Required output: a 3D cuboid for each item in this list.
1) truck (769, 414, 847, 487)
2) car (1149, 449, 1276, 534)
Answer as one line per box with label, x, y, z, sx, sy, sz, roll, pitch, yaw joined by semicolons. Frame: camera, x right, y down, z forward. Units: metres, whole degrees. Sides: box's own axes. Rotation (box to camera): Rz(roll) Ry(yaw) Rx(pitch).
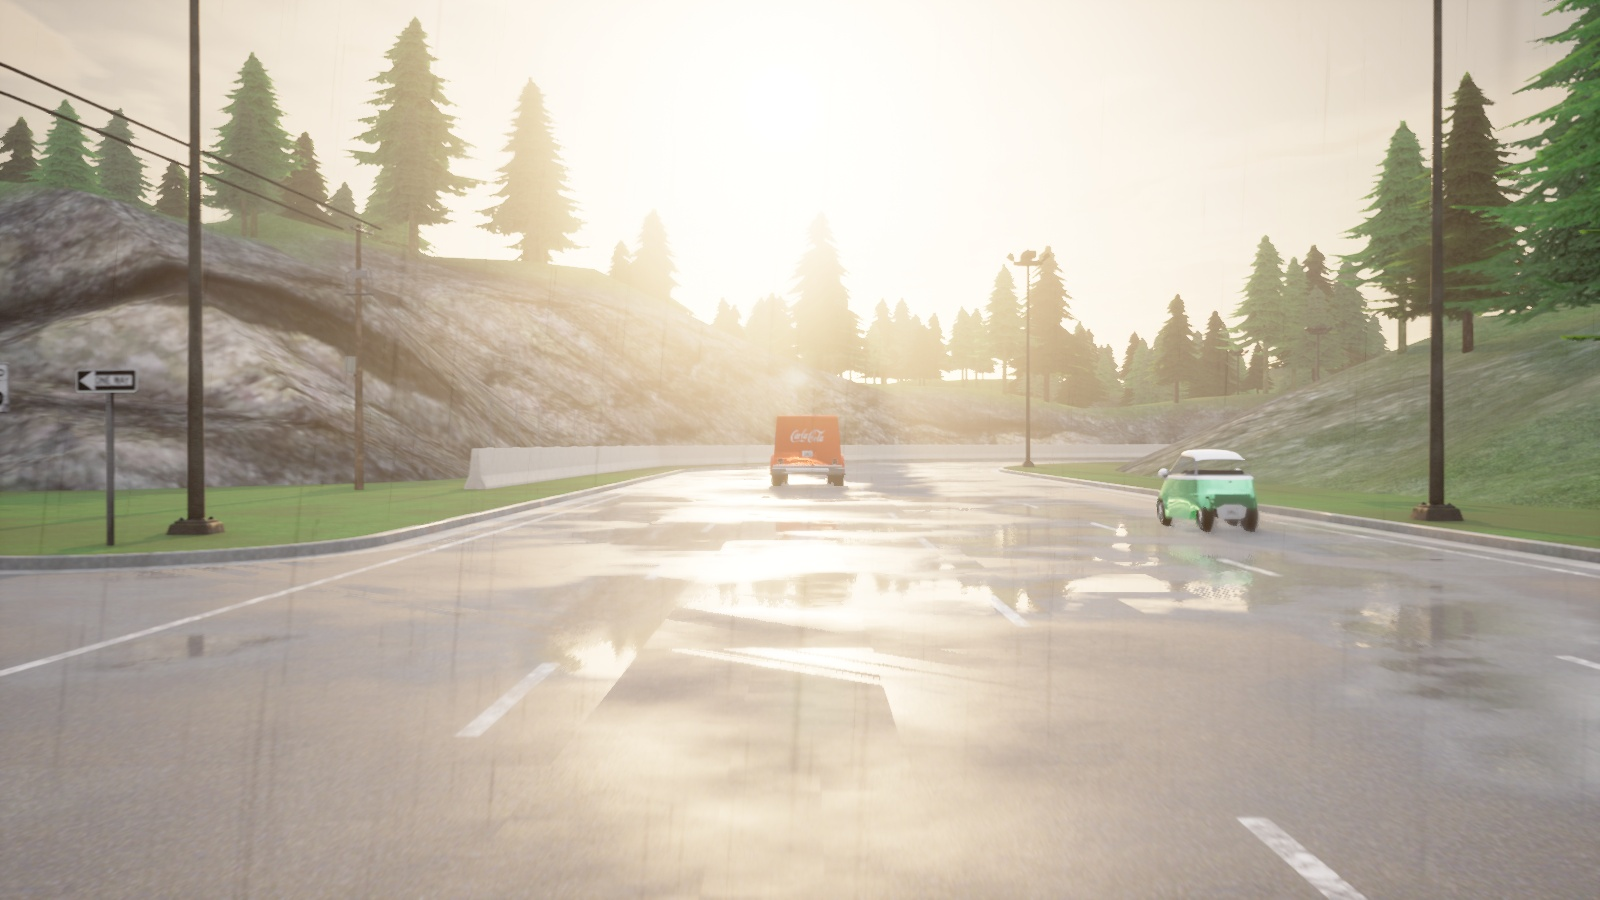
truck;0.271;0.006;44.994;2.627;2.467;5.204;0;0;0
car;7.140;0.683;21.903;1.481;1.376;2.207;0;1;0
